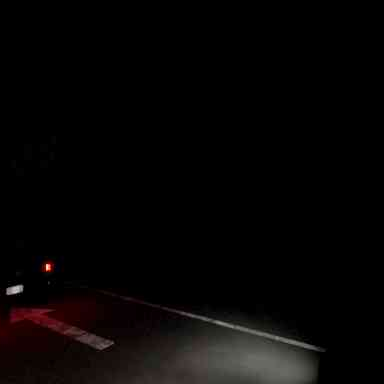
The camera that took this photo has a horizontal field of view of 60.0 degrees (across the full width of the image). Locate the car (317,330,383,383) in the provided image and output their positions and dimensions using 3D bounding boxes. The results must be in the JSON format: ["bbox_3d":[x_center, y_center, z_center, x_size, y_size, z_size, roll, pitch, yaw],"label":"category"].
[{"bbox_3d":[3.084,1.526,1.718,4.674,1.442,1.812,0,0,36],"label":"car"}]

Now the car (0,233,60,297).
[{"bbox_3d":[-5.211,1.599,7.713,4.718,1.301,1.895,0,0,35],"label":"car"}]
